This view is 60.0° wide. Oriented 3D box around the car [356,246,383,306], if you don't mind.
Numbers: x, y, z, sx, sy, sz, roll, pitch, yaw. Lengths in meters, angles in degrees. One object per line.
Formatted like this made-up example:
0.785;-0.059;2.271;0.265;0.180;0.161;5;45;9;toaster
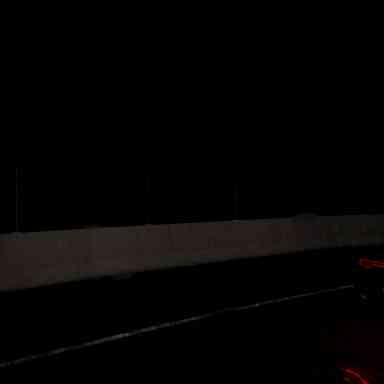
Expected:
5.521;1.478;6.630;5.008;1.535;1.882;0;0;-26;car
